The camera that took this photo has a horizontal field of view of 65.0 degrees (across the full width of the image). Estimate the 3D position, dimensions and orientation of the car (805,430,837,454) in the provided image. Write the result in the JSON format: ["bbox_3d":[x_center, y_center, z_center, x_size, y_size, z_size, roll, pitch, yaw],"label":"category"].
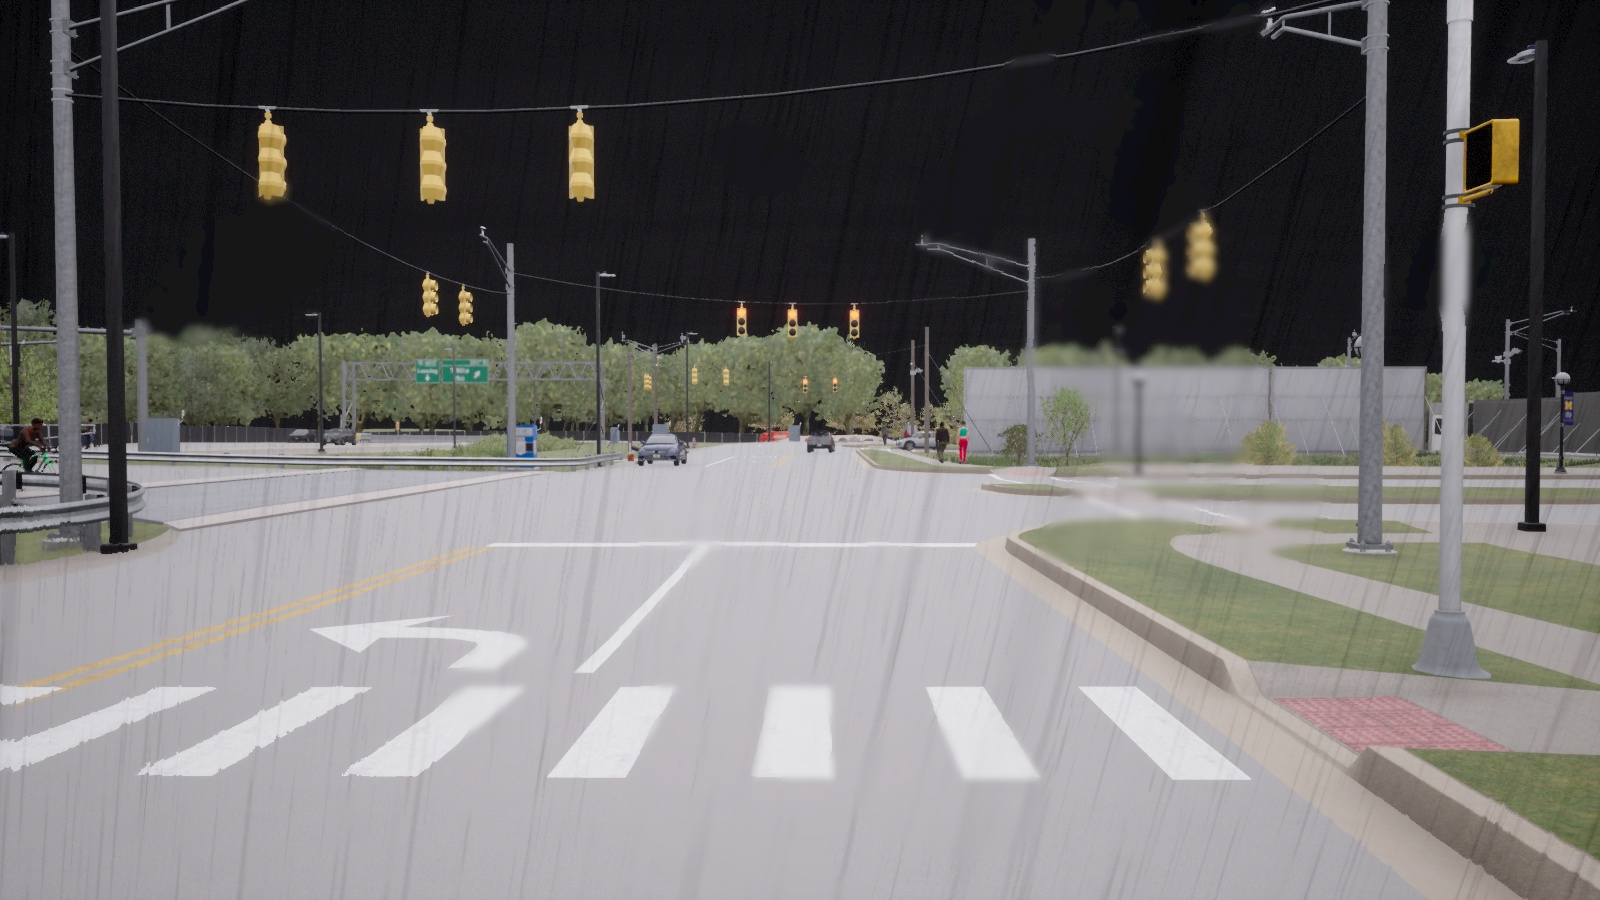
[{"bbox_3d":[1.420,-0.557,83.866,1.845,1.501,3.633,0,1,5],"label":"car"}]

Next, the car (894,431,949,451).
[{"bbox_3d":[9.383,-0.709,97.242,3.806,1.475,1.970,1,2,-9],"label":"car"}]

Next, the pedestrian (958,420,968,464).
[{"bbox_3d":[6.927,-0.333,53.360,0.345,1.836,0.594,0,2,0],"label":"pedestrian"}]

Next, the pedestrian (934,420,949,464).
[{"bbox_3d":[6.037,-0.347,53.492,0.431,1.840,0.703,0,2,-12],"label":"pedestrian"}]

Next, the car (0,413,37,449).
[{"bbox_3d":[-37.387,-0.877,57.158,2.152,1.651,5.027,0,1,1],"label":"car"}]

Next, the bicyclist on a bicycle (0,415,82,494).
[{"bbox_3d":[-16.775,0.106,27.551,1.656,1.620,0.582,-4,0,8],"label":"bicyclist on a bicycle"}]

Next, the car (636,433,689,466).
[{"bbox_3d":[-6.298,-0.042,57.913,1.812,1.442,4.674,0,1,1],"label":"car"}]
